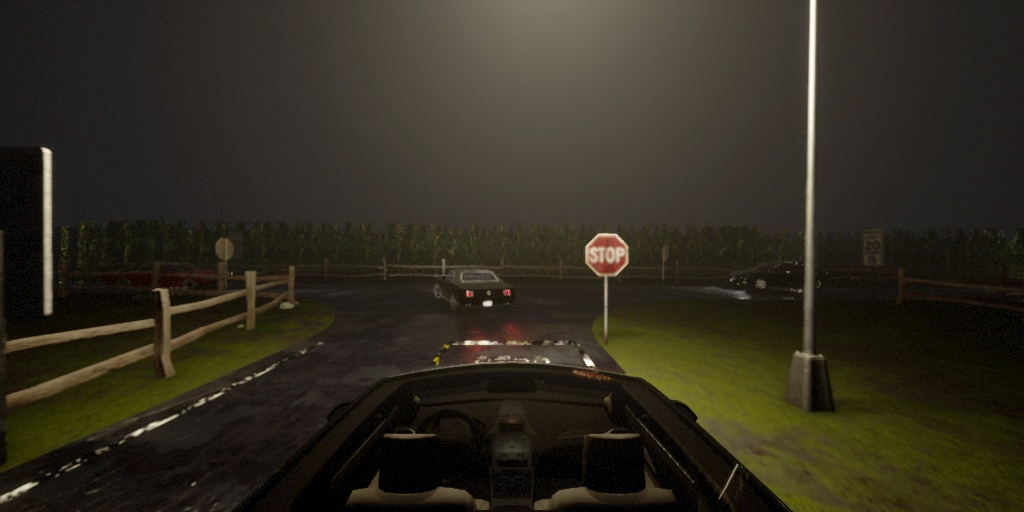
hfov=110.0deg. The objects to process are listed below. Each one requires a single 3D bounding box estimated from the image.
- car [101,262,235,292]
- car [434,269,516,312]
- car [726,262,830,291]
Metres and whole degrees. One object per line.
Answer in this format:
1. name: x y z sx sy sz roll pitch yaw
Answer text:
1. car: -15.649 0.938 16.570 4.718 1.301 1.895 0 0 0
2. car: -1.556 1.126 13.104 1.895 1.301 4.718 0 1 -22
3. car: 14.245 1.062 19.345 4.892 1.490 1.837 0 0 0
